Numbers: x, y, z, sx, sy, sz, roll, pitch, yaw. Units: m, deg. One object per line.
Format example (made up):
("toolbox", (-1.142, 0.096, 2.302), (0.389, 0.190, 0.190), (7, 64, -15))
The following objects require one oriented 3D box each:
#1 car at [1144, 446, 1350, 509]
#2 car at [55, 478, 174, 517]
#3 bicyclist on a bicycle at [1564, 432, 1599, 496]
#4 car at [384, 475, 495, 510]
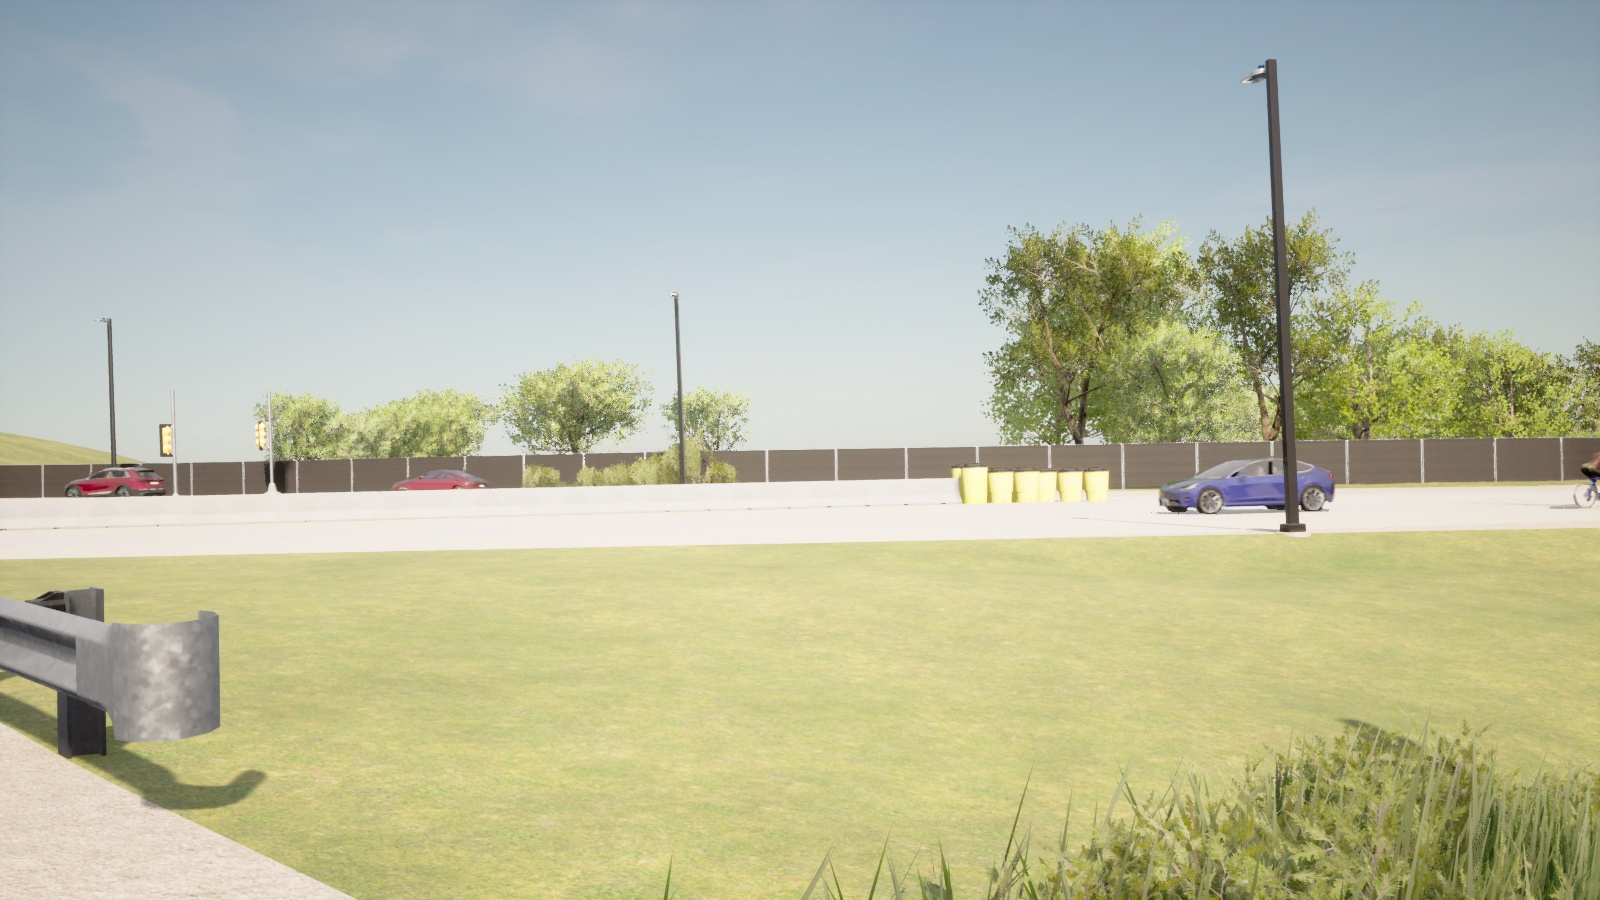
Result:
("car", (12.158, 0.745, 34.292), (4.792, 1.488, 2.163), (-2, -1, -11))
("car", (-32.382, 2.244, 59.358), (4.856, 1.649, 2.033), (-2, 0, 16))
("bicyclist on a bicycle", (20.714, 0.344, 32.437), (1.656, 1.620, 0.582), (-2, -1, -11))
("car", (-15.671, 1.841, 54.681), (4.181, 1.385, 1.994), (-2, 0, 16))
